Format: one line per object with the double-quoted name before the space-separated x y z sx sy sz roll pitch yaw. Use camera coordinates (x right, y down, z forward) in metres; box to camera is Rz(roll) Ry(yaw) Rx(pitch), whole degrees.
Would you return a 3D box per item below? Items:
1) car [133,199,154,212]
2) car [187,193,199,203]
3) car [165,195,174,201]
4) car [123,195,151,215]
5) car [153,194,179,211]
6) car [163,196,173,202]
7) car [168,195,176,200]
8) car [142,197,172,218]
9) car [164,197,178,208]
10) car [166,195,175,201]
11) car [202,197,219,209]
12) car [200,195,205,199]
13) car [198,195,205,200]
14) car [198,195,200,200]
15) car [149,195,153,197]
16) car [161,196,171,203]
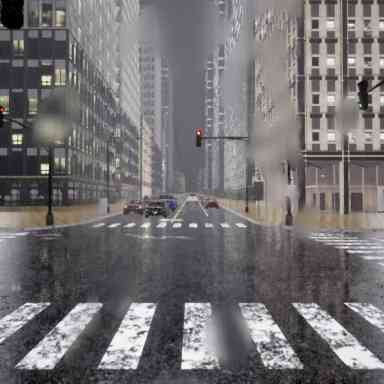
"car" -5.688 1.597 39.284 1.802 1.307 4.206 1 0 0
"car" 0.082 1.248 67.813 2.150 2.045 5.566 0 0 0
"car" -5.698 1.578 83.885 1.887 1.381 4.507 1 0 0
"car" -5.683 1.453 33.709 1.967 1.590 4.097 1 0 0
"car" -3.106 1.237 40.418 2.150 2.045 5.566 0 0 0
"car" -5.697 1.582 78.310 2.008 1.369 4.403 1 0 0
"car" -5.702 1.605 95.035 1.947 1.339 4.313 1 0 0
"car" -3.108 1.516 30.391 1.837 1.490 4.892 0 0 0
"car" -3.101 1.524 50.827 1.837 1.490 4.892 0 0 0
"car" -5.700 1.587 89.460 2.008 1.369 4.403 1 0 0
"car" 2.691 1.599 44.923 1.802 1.307 4.206 1 0 0
"car" 2.690 1.547 56.249 1.752 1.417 4.829 1 0 0
"car" 2.679 1.584 95.119 1.887 1.381 4.507 1 0 0
"car" 2.687 1.590 61.656 1.947 1.339 4.313 1 0 0
"car" -5.683 1.332 44.859 2.192 1.841 5.009 1 0 0
"car" -5.695 1.573 72.735 1.887 1.381 4.507 1 0 0
